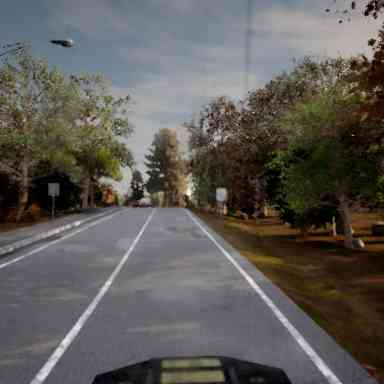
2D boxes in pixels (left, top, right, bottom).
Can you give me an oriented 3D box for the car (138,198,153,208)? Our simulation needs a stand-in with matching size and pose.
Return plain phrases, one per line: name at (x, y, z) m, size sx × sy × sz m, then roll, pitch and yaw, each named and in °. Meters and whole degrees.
car at (-6.976, 1.616, 50.180) m, size 1.812 × 1.442 × 4.674 m, roll 0°, pitch -2°, yaw -4°
